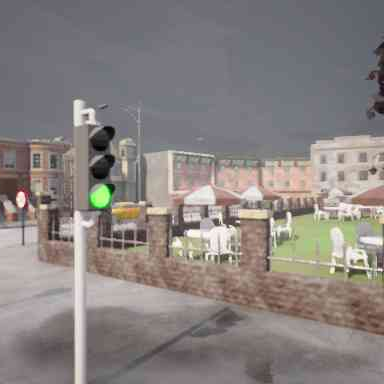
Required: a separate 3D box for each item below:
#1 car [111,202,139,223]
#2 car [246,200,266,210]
[{"bbox_3d":[-5.736,1.593,26.623,1.882,1.535,5.008,0,1,36],"label":"car"},{"bbox_3d":[8.477,1.676,45.063,4.181,1.385,1.994,0,0,-31],"label":"car"}]
